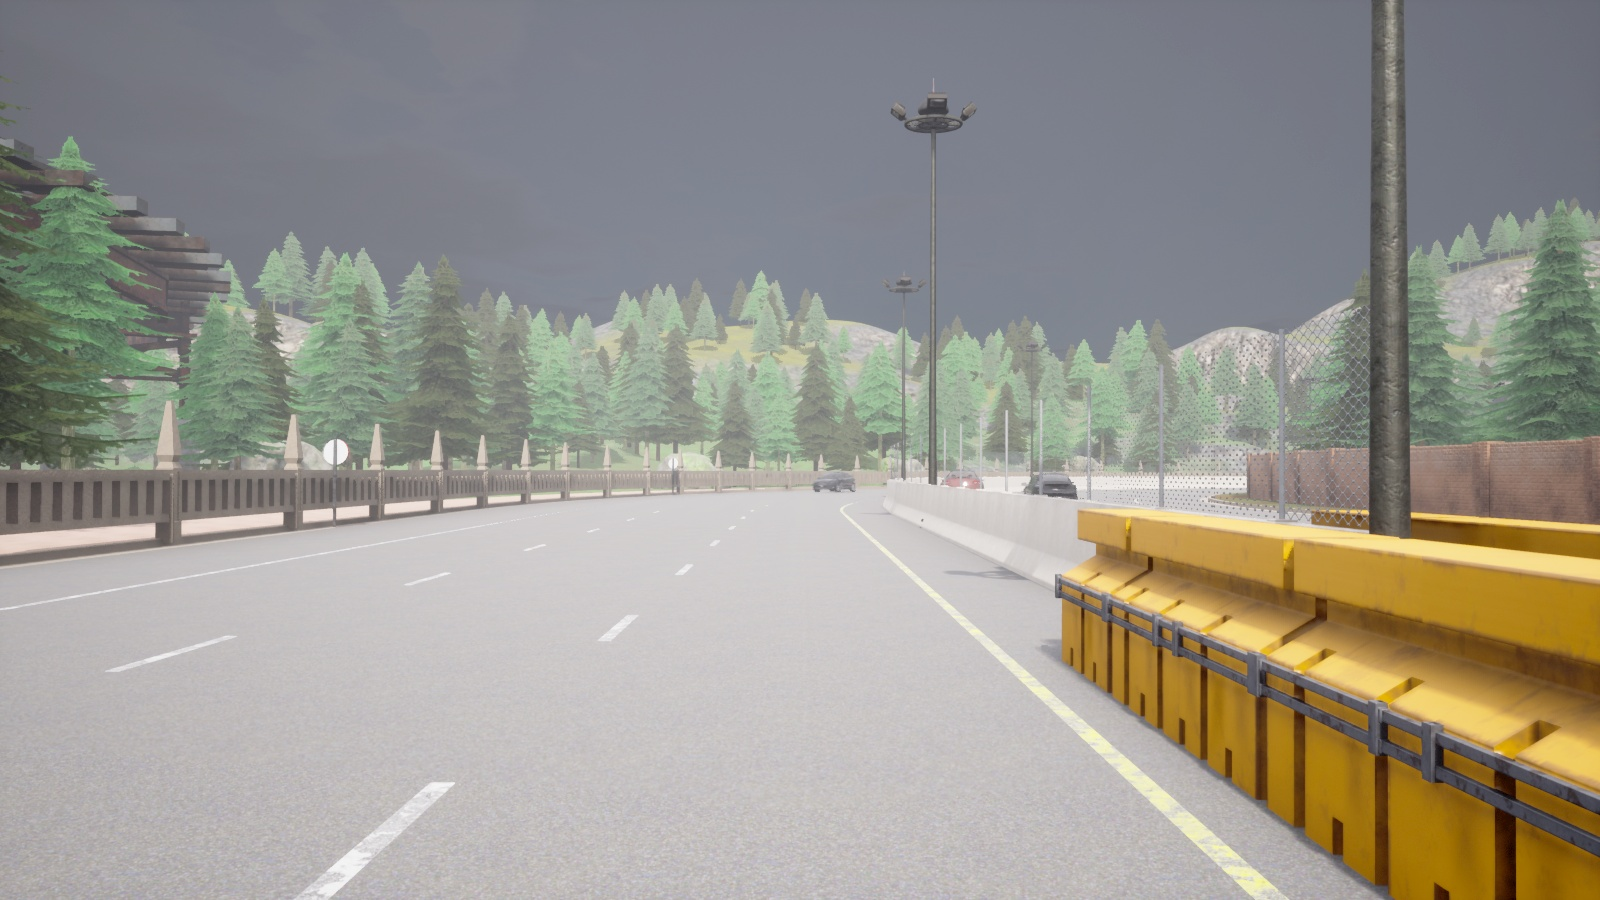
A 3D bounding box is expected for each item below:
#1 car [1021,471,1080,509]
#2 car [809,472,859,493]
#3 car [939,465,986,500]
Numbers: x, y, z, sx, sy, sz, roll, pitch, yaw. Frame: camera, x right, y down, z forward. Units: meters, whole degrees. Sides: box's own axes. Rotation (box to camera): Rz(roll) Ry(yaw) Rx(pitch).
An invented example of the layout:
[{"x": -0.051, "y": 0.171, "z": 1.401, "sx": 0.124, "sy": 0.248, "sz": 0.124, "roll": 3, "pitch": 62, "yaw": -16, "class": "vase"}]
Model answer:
[{"x": 10.626, "y": 1.675, "z": 53.619, "sx": 1.837, "sy": 1.490, "sz": 4.892, "roll": -1, "pitch": -1, "yaw": 4, "class": "car"}, {"x": 2.529, "y": 2.350, "z": 92.007, "sx": 1.837, "sy": 1.490, "sz": 4.892, "roll": -1, "pitch": -1, "yaw": 25, "class": "car"}, {"x": 8.124, "y": 1.607, "z": 62.439, "sx": 2.152, "sy": 1.651, "sz": 5.027, "roll": -1, "pitch": -1, "yaw": 9, "class": "car"}]
